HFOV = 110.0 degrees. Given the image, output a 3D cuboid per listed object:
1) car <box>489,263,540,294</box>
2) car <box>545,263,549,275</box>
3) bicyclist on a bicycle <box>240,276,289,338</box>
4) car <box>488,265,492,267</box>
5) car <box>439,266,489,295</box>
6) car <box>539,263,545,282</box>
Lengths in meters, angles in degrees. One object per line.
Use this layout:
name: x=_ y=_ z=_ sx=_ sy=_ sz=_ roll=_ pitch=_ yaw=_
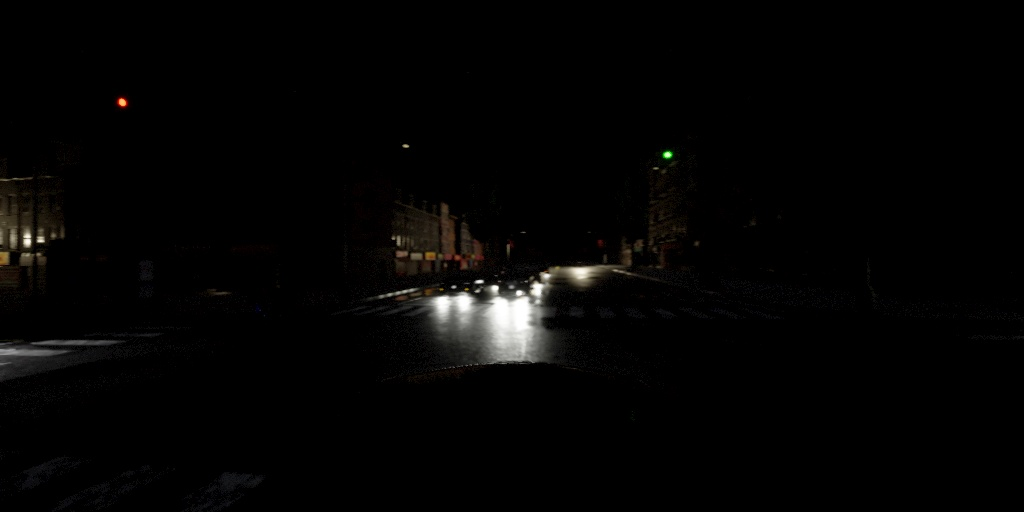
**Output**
car: x=0.318 y=1.420 z=21.693 sx=2.128 sy=1.511 sz=4.902 roll=-1 pitch=-1 yaw=8
car: x=3.773 y=1.615 z=46.355 sx=1.837 sy=1.490 sz=4.892 roll=-1 pitch=-1 yaw=8
bicyclist on a bicycle: x=-6.943 y=1.396 z=10.144 sx=0.582 sy=1.620 sz=1.656 roll=-1 pitch=0 yaw=9
car: x=-1.693 y=1.528 z=30.760 sx=1.882 sy=1.535 sz=5.008 roll=-1 pitch=-1 yaw=8
car: x=-2.939 y=1.549 z=21.862 sx=1.994 sy=1.385 sz=4.181 roll=-1 pitch=-1 yaw=8
car: x=1.580 y=1.519 z=30.593 sx=1.812 sy=1.442 sz=4.674 roll=-1 pitch=0 yaw=8
